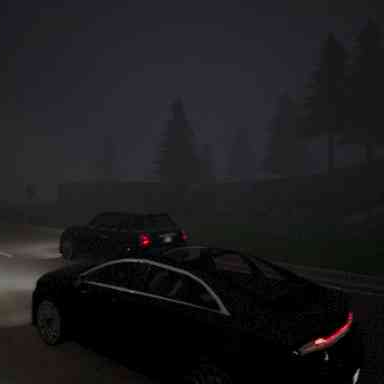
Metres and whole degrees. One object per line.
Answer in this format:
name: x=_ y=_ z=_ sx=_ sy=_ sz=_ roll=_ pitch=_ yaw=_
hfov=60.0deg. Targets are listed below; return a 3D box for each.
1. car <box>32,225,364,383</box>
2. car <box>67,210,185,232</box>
car: x=-0.360 y=1.499 z=4.623 sx=4.902 sy=1.511 sz=2.128 roll=0 pitch=0 yaw=38
car: x=-2.315 y=1.356 z=10.708 sx=4.553 sy=1.767 sz=2.097 roll=0 pitch=0 yaw=39
